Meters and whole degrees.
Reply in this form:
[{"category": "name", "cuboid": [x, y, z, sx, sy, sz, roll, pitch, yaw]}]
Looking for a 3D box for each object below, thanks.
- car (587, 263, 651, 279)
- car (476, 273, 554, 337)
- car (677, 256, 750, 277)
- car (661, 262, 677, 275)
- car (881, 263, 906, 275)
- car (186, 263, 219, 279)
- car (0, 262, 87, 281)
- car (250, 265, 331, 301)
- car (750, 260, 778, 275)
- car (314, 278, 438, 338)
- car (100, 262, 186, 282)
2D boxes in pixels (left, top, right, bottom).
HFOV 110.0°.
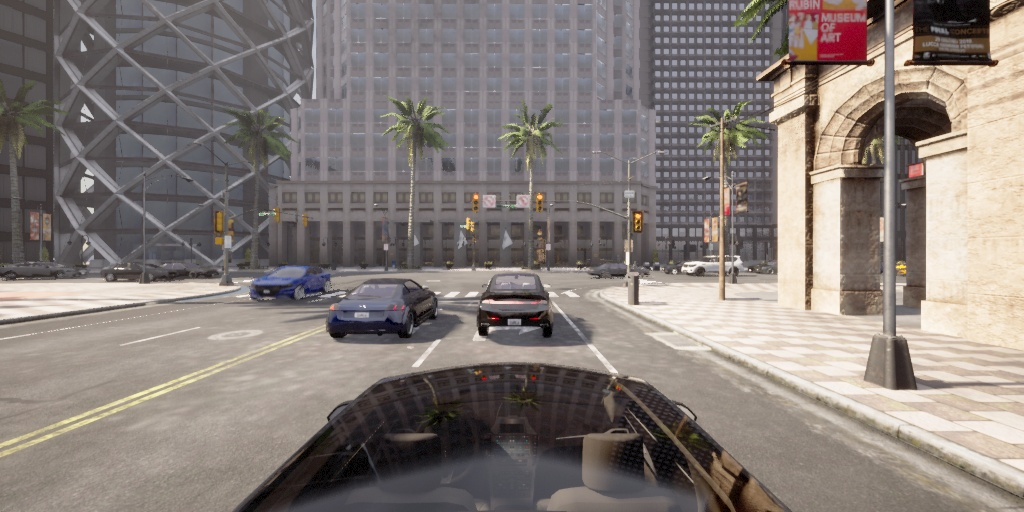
[{"category": "car", "cuboid": [9.468, 1.297, 32.083, 5.357, 1.411, 2.033, 0, 0, 0]}, {"category": "car", "cuboid": [0.121, 1.242, 10.313, 2.128, 1.511, 4.902, 0, 0, 2]}, {"category": "car", "cuboid": [19.991, 0.972, 35.747, 5.566, 2.045, 2.150, 0, 0, 0]}, {"category": "car", "cuboid": [18.872, 1.255, 39.250, 4.892, 1.490, 1.837, 0, 0, 0]}, {"category": "car", "cuboid": [40.427, 1.227, 35.655, 5.008, 1.535, 1.882, 0, 0, 0]}, {"category": "car", "cuboid": [-29.439, 1.297, 31.991, 5.357, 1.411, 2.033, 0, 0, -3]}, {"category": "car", "cuboid": [-39.412, 1.241, 30.212, 4.902, 1.511, 2.128, 0, 0, -20]}, {"category": "car", "cuboid": [-10.603, 1.227, 17.586, 1.882, 1.535, 5.008, 1, 0, -6]}, {"category": "car", "cuboid": [28.835, 1.314, 39.207, 4.181, 1.385, 1.994, 0, 0, 0]}, {"category": "car", "cuboid": [-3.415, 1.314, 10.183, 1.994, 1.385, 4.181, 0, 0, 0]}, {"category": "car", "cuboid": [-29.439, 1.253, 28.443, 4.892, 1.490, 1.837, 0, 0, -4]}]
